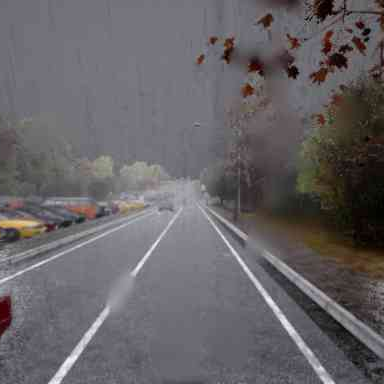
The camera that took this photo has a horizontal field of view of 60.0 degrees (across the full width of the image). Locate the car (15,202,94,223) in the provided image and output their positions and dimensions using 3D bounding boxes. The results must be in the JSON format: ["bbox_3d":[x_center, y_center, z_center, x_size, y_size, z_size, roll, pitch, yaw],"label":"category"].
[{"bbox_3d":[-10.235,1.687,24.849,4.792,1.488,2.163,0,0,0],"label":"car"}]

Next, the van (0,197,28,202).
[{"bbox_3d":[-23.438,1.589,41.437,4.442,1.987,1.878,0,-1,0],"label":"van"}]

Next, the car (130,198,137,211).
[{"bbox_3d":[-10.056,1.813,41.374,5.366,1.575,1.946,0,-1,0],"label":"car"}]

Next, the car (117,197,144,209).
[{"bbox_3d":[-10.048,1.902,47.047,5.366,1.575,1.946,0,-1,0],"label":"car"}]

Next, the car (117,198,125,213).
[{"bbox_3d":[-10.243,1.748,35.954,4.892,1.521,2.231,0,-1,0],"label":"car"}]

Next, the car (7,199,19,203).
[{"bbox_3d":[-23.354,1.806,38.662,4.792,1.488,2.163,0,-1,0],"label":"car"}]

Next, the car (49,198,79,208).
[{"bbox_3d":[-23.326,1.997,60.822,4.553,1.767,2.185,0,-1,0],"label":"car"}]

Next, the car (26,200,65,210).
[{"bbox_3d":[-23.120,1.988,52.635,5.366,1.575,1.946,0,-1,0],"label":"car"}]

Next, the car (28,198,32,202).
[{"bbox_3d":[-23.289,1.888,44.327,4.792,1.488,2.163,0,-1,0],"label":"car"}]

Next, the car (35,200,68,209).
[{"bbox_3d":[-23.299,2.076,55.404,4.674,1.452,2.002,0,-1,0],"label":"car"}]

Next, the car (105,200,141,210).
[{"bbox_3d":[-10.236,1.950,49.822,4.892,1.521,2.231,0,-1,0],"label":"car"}]

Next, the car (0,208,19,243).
[{"bbox_3d":[-10.286,1.578,13.745,4.892,1.521,2.231,0,0,0],"label":"car"}]

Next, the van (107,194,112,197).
[{"bbox_3d":[-23.391,1.590,90.691,4.442,1.987,1.878,1,0,0],"label":"van"}]

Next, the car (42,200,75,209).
[{"bbox_3d":[-23.269,2.110,58.174,4.792,1.488,2.163,0,-1,0],"label":"car"}]

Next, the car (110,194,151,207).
[{"bbox_3d":[-10.251,1.786,55.378,5.566,2.045,2.435,0,-1,0],"label":"car"}]

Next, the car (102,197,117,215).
[{"bbox_3d":[-10.284,1.595,33.176,4.553,1.767,2.185,0,-1,0],"label":"car"}]

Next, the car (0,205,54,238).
[{"bbox_3d":[-10.091,1.594,16.520,5.366,1.575,1.946,0,0,0],"label":"car"}]

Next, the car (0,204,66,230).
[{"bbox_3d":[-10.243,1.647,19.297,4.792,1.488,2.163,0,0,0],"label":"car"}]

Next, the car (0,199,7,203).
[{"bbox_3d":[-23.358,1.775,36.023,4.792,1.488,2.163,0,-1,0],"label":"car"}]

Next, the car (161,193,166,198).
[{"bbox_3d":[-10.460,1.871,93.528,4.792,1.488,2.163,0,0,0],"label":"car"}]

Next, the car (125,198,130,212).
[{"bbox_3d":[-10.431,1.777,38.722,5.366,1.575,1.946,0,-1,0],"label":"car"}]

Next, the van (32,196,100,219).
[{"bbox_3d":[-10.377,1.452,27.627,4.442,1.987,1.878,0,0,0],"label":"van"}]

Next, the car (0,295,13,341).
[{"bbox_3d":[-3.351,1.608,2.263,1.895,1.301,4.718,0,0,0],"label":"car"}]

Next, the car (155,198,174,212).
[{"bbox_3d":[-3.406,1.858,44.375,1.837,1.490,4.892,0,-1,0],"label":"car"}]

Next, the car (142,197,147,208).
[{"bbox_3d":[-10.412,1.990,52.599,5.366,1.575,1.946,0,-1,0],"label":"car"}]

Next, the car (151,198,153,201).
[{"bbox_3d":[-10.185,2.156,60.925,4.792,1.488,2.163,0,-1,0],"label":"car"}]

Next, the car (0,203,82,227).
[{"bbox_3d":[-10.239,1.667,22.073,4.792,1.488,2.163,0,0,0],"label":"car"}]

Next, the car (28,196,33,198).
[{"bbox_3d":[-23.342,1.652,47.100,5.566,2.045,2.435,0,-1,0],"label":"car"}]

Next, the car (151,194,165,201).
[{"bbox_3d":[-10.408,1.847,90.744,4.792,1.488,2.163,0,0,0],"label":"car"}]

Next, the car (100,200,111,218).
[{"bbox_3d":[-10.286,1.728,30.402,4.792,1.488,2.163,0,0,0],"label":"car"}]
